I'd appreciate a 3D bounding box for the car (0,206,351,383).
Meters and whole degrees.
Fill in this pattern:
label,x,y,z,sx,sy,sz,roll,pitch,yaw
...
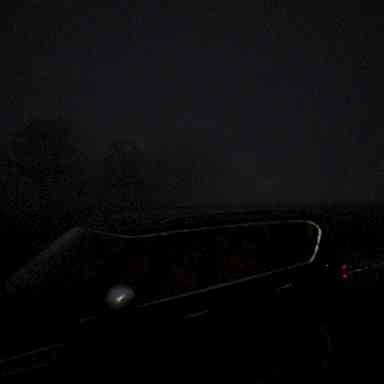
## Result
label,x,y,z,sx,sy,sz,roll,pitch,yaw
car,-0.484,1.224,3.681,5.566,2.045,2.150,0,0,-36
